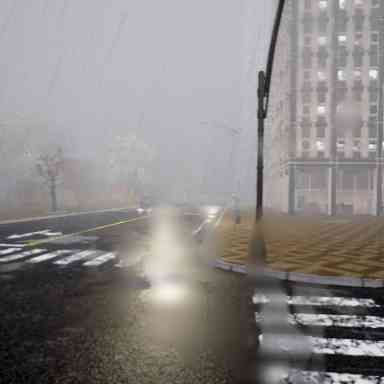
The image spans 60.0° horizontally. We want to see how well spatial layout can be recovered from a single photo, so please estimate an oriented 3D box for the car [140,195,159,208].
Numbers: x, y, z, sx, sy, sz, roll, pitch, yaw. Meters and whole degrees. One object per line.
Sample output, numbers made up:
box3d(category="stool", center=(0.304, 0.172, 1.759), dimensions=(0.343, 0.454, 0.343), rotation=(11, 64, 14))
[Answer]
box3d(category="car", center=(-6.909, 1.576, 54.602), dimensions=(2.150, 2.045, 5.566), rotation=(1, 0, 7))
